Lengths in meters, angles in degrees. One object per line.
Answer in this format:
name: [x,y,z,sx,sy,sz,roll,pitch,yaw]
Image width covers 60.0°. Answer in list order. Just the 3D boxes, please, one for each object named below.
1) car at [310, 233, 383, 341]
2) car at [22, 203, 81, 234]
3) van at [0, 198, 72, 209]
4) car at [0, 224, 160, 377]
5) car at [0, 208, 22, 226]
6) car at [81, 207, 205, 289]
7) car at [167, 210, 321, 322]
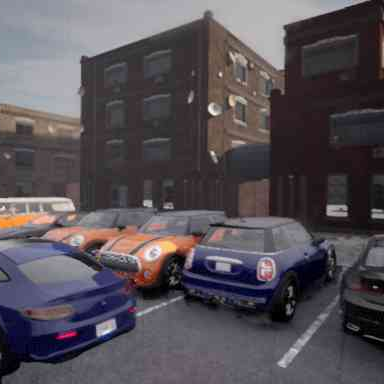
car: [4.044,1.481,6.062,2.231,1.521,4.892,0,0,36]
car: [-2.667,1.340,10.896,2.185,1.767,4.553,0,0,36]
van: [-7.243,1.235,13.978,1.878,1.987,4.442,0,0,36]
car: [-2.939,1.515,5.475,4.674,1.442,1.812,0,0,35]
car: [-4.927,1.463,12.476,2.097,1.535,5.008,0,0,35]
car: [-0.423,1.344,9.295,2.185,1.767,4.553,0,0,36]
car: [1.786,1.348,7.642,2.185,1.767,4.553,0,0,36]
